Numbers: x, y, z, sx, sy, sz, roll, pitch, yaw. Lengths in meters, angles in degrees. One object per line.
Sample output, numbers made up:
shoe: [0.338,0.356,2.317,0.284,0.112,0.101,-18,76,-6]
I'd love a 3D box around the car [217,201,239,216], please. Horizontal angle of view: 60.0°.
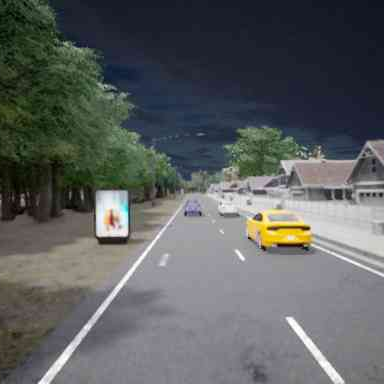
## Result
car: [3.597,1.637,33.567,1.812,1.442,4.674,0,0,0]

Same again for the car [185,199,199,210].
car: [0.023,1.676,46.710,1.994,1.385,4.181,0,0,0]

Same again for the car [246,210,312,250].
car: [3.598,1.537,14.575,1.882,1.535,5.008,0,0,0]

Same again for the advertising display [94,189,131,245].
advertising display: [-3.512,1.086,14.735,1.540,2.440,0.280,-1,0,0]

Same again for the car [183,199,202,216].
car: [0.086,1.660,34.571,2.033,1.411,5.357,0,0,0]
